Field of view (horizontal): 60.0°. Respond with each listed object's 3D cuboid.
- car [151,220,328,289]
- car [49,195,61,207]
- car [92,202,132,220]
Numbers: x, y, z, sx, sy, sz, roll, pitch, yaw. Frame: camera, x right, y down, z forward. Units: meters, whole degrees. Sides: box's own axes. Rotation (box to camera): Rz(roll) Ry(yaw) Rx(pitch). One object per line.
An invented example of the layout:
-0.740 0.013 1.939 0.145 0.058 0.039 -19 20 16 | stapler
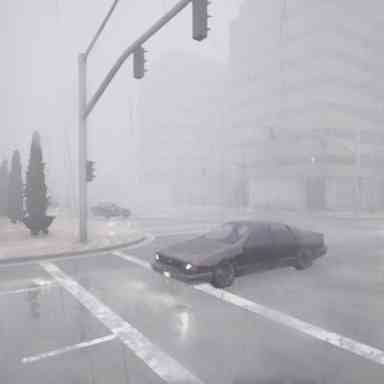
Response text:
1.588 1.523 9.286 5.357 1.411 2.033 0 0 -35 | car
-20.760 1.565 48.304 1.895 1.301 4.718 0 0 -34 | car
-6.888 1.563 28.283 1.895 1.301 4.718 0 0 -35 | car
